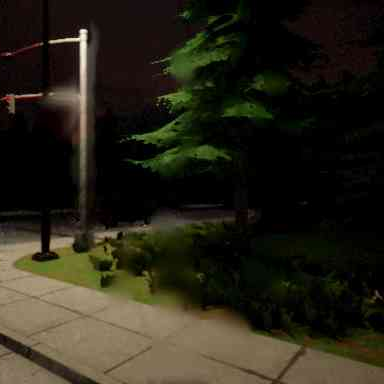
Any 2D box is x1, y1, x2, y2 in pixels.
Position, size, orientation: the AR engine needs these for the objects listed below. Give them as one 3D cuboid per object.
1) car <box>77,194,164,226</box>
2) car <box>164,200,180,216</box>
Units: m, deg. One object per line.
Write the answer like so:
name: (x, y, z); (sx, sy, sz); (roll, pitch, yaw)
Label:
car: (-4.625, 1.161, 21.358); (2.150, 2.045, 5.566); (0, 0, 37)
car: (-3.120, 1.410, 29.790); (1.882, 1.535, 5.008); (0, 0, 35)
